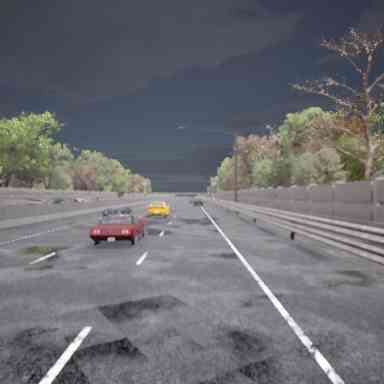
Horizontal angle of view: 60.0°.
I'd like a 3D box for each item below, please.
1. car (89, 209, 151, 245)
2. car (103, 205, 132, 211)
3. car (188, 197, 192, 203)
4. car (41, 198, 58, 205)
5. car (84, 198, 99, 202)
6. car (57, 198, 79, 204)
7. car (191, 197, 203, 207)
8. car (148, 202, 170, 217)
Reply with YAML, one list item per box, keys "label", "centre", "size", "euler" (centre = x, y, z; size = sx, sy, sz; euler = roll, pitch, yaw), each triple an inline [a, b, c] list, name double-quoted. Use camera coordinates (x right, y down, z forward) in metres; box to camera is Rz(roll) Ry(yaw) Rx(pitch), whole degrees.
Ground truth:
- label: "car"
  centre: [-3.396, 1.727, 16.236]
  size: [1.895, 1.301, 4.718]
  euler: [0, 0, 0]
- label: "car"
  centre: [-6.895, 1.851, 31.274]
  size: [1.895, 1.301, 4.718]
  euler: [0, 0, 0]
- label: "car"
  centre: [0.009, 2.085, 84.216]
  size: [2.033, 1.411, 5.357]
  euler: [0, -1, 0]
- label: "car"
  centre: [-24.523, 1.828, 57.971]
  size: [2.097, 1.767, 4.553]
  euler: [0, -1, 1]
- label: "car"
  centre: [-17.531, 1.830, 58.228]
  size: [2.097, 1.767, 4.553]
  euler: [0, -1, 1]
- label: "car"
  centre: [-21.028, 1.976, 57.619]
  size: [1.837, 1.490, 4.892]
  euler: [0, 0, 1]
- label: "car"
  centre: [1.231, 2.046, 64.702]
  size: [1.837, 1.490, 4.892]
  euler: [0, -1, 0]
- label: "car"
  centre: [-3.396, 1.753, 34.411]
  size: [1.882, 1.535, 5.008]
  euler: [0, 0, 0]
